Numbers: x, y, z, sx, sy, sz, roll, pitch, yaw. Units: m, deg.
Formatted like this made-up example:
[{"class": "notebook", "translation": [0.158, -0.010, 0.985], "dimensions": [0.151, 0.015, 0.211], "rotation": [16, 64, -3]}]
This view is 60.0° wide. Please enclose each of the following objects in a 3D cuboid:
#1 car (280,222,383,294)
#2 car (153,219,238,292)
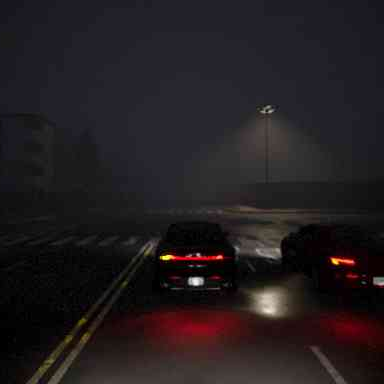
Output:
[{"class": "car", "translation": [3.616, 1.493, 8.545], "dimensions": [1.812, 1.442, 4.674], "rotation": [0, 0, 2]}, {"class": "car", "translation": [0.064, 1.471, 8.840], "dimensions": [1.837, 1.490, 4.892], "rotation": [0, 0, 0]}]
